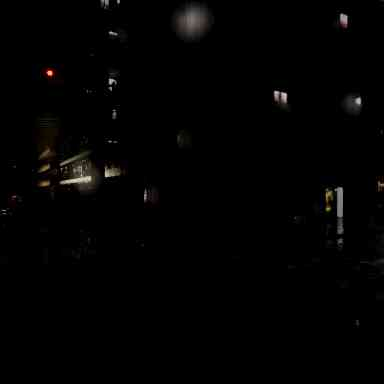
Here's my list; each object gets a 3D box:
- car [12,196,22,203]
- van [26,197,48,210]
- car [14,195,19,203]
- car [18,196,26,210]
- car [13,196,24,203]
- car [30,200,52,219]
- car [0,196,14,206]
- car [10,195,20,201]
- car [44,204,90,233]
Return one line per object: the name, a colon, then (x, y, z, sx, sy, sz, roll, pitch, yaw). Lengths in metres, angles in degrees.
car: (-38.242, 1.543, 72.636, 1.887, 1.381, 4.507, 1, 0, -30)
van: (-15.790, 1.375, 34.312, 1.690, 1.788, 3.998, 1, 0, -30)
car: (-27.018, 1.570, 53.474, 2.008, 1.369, 4.403, 1, 0, -30)
car: (-21.404, 1.467, 43.893, 1.967, 1.590, 4.097, 1, 0, -30)
car: (-35.436, 1.549, 67.845, 1.887, 1.381, 4.507, 1, 0, -30)
car: (-12.987, 1.619, 29.520, 1.802, 1.307, 4.206, 1, 0, -30)
car: (-29.707, 1.469, 52.987, 1.882, 1.535, 5.008, 1, 0, -30)
car: (-43.855, 1.537, 82.217, 2.008, 1.369, 4.403, 1, 0, -30)
car: (-7.375, 1.608, 19.939, 1.947, 1.339, 4.313, 1, 0, -30)
